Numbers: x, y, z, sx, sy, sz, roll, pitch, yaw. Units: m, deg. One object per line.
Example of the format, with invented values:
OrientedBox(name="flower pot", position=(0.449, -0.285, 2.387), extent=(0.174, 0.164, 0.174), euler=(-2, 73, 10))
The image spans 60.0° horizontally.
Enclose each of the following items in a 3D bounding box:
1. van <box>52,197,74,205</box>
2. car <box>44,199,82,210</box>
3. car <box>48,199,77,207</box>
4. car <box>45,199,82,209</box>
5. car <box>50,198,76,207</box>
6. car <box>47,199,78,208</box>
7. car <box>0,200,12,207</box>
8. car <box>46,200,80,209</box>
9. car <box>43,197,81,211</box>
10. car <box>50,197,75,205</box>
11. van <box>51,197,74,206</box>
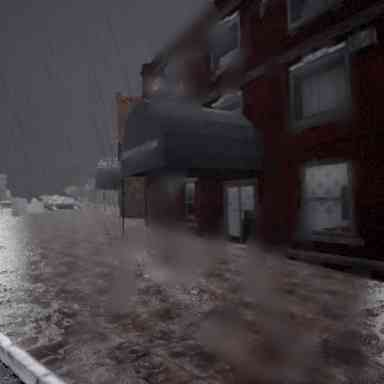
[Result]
OrientedBox(name="van", position=(-31.263, 2.210, 80.669), extent=(4.442, 1.987, 1.878), euler=(0, -2, -41))
OrientedBox(name="car", position=(-19.614, 1.880, 50.525), extent=(4.892, 1.521, 2.231), euler=(0, -1, -41))
OrientedBox(name="car", position=(-26.011, 2.175, 66.924), extent=(4.892, 1.521, 2.231), euler=(0, -1, -41))
OrientedBox(name="car", position=(-21.618, 1.975, 56.116), extent=(5.366, 1.575, 1.946), euler=(0, -1, -41))
OrientedBox(name="car", position=(-27.058, 2.099, 69.674), extent=(4.553, 1.767, 2.185), euler=(0, -1, -41))
OrientedBox(name="car", position=(-23.874, 2.077, 61.455), extent=(4.892, 1.521, 2.231), euler=(0, -1, -41))
OrientedBox(name="car", position=(-41.083, 2.561, 74.138), extent=(1.882, 1.535, 5.008), euler=(-1, -1, -21))
OrientedBox(name="car", position=(-20.684, 1.968, 53.256), extent=(4.674, 1.452, 2.002), euler=(0, -1, -41))
OrientedBox(name="car", position=(-17.494, 1.781, 45.060), extent=(4.892, 1.521, 2.231), euler=(0, -1, -41))
OrientedBox(name="car", position=(-34.525, 2.356, 88.808), extent=(5.566, 2.045, 2.435), euler=(0, -2, -41))
OrientedBox(name="van", position=(-29.300, 2.101, 75.043), extent=(4.442, 1.987, 1.878), euler=(0, -1, -41))
